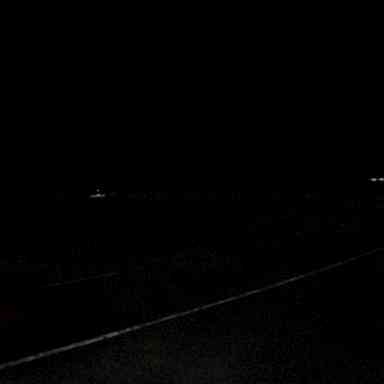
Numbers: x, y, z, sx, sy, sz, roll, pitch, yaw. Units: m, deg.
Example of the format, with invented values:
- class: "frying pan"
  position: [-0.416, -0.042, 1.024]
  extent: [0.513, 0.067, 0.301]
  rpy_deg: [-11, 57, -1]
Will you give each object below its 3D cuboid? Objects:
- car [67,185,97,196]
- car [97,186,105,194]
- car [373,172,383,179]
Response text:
- class: "car"
  position: [-19.770, -0.075, 58.217]
  extent: [4.902, 1.511, 2.128]
  rpy_deg: [1, 5, 29]
- class: "car"
  position: [-18.225, -0.481, 61.340]
  extent: [4.553, 1.767, 2.097]
  rpy_deg: [1, 5, 29]
- class: "car"
  position: [43.018, -3.957, 77.032]
  extent: [1.882, 1.535, 5.008]
  rpy_deg: [-3, 3, 26]
